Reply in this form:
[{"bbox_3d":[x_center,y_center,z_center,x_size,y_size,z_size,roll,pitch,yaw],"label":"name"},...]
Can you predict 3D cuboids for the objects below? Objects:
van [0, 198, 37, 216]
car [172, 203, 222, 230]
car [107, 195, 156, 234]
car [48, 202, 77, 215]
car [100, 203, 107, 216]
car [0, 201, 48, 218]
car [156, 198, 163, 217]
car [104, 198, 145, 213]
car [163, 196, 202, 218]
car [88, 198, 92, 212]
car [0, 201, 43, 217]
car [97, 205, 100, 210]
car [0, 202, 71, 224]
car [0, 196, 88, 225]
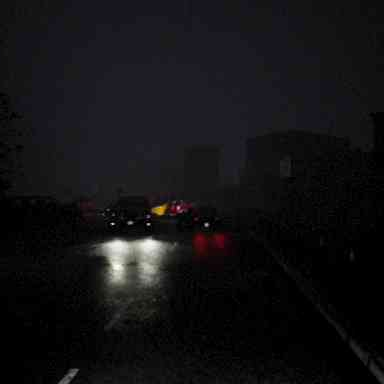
[{"bbox_3d":[-20.591,1.700,38.579,4.442,1.987,1.878,0,-2,-35],"label":"van"},{"bbox_3d":[0.274,1.625,21.435,1.895,1.301,4.718,0,0,-15],"label":"car"},{"bbox_3d":[-3.400,1.227,19.621,2.150,2.045,5.566,1,-1,-6],"label":"car"},{"bbox_3d":[-15.848,1.976,40.465,2.033,1.411,5.357,0,-2,-35],"label":"car"},{"bbox_3d":[-7.519,1.732,34.271,1.812,1.442,4.674,0,-1,-34],"label":"car"},{"bbox_3d":[-17.725,1.777,33.922,5.366,1.575,1.946,0,-1,-35],"label":"car"},{"bbox_3d":[-1.634,1.621,32.614,5.008,1.535,2.097,0,-1,-35],"label":"car"},{"bbox_3d":[-8.601,1.738,42.563,4.553,1.767,2.185,0,-2,-35],"label":"car"},{"bbox_3d":[0.087,1.451,30.115,4.553,1.767,2.185,0,-1,-35],"label":"car"},{"bbox_3d":[-15.567,1.788,45.938,2.150,2.045,5.566,0,-2,-35],"label":"car"},{"bbox_3d":[-19.243,1.845,36.108,5.366,1.575,1.946,0,-2,-35],"label":"car"},{"bbox_3d":[-10.086,1.942,45.079,5.366,1.575,1.946,0,-2,-35],"label":"car"},{"bbox_3d":[-12.704,1.613,27.052,4.892,1.521,2.231,0,-1,-35],"label":"car"},{"bbox_3d":[-11.155,1.321,24.883,5.566,2.045,2.435,0,-1,-35],"label":"car"}]
